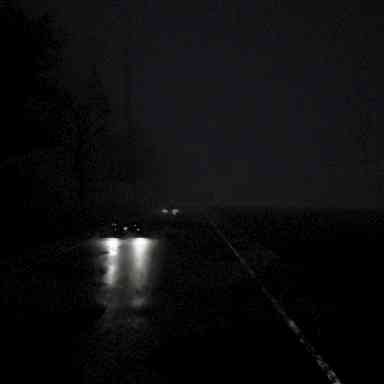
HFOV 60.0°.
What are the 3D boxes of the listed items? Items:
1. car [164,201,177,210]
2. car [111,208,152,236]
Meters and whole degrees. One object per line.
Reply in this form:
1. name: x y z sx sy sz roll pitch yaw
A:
1. car: -3.551 2.159 54.961 1.882 1.535 5.008 0 -1 0
2. car: -3.598 1.765 20.424 1.837 1.490 4.892 0 -1 0
